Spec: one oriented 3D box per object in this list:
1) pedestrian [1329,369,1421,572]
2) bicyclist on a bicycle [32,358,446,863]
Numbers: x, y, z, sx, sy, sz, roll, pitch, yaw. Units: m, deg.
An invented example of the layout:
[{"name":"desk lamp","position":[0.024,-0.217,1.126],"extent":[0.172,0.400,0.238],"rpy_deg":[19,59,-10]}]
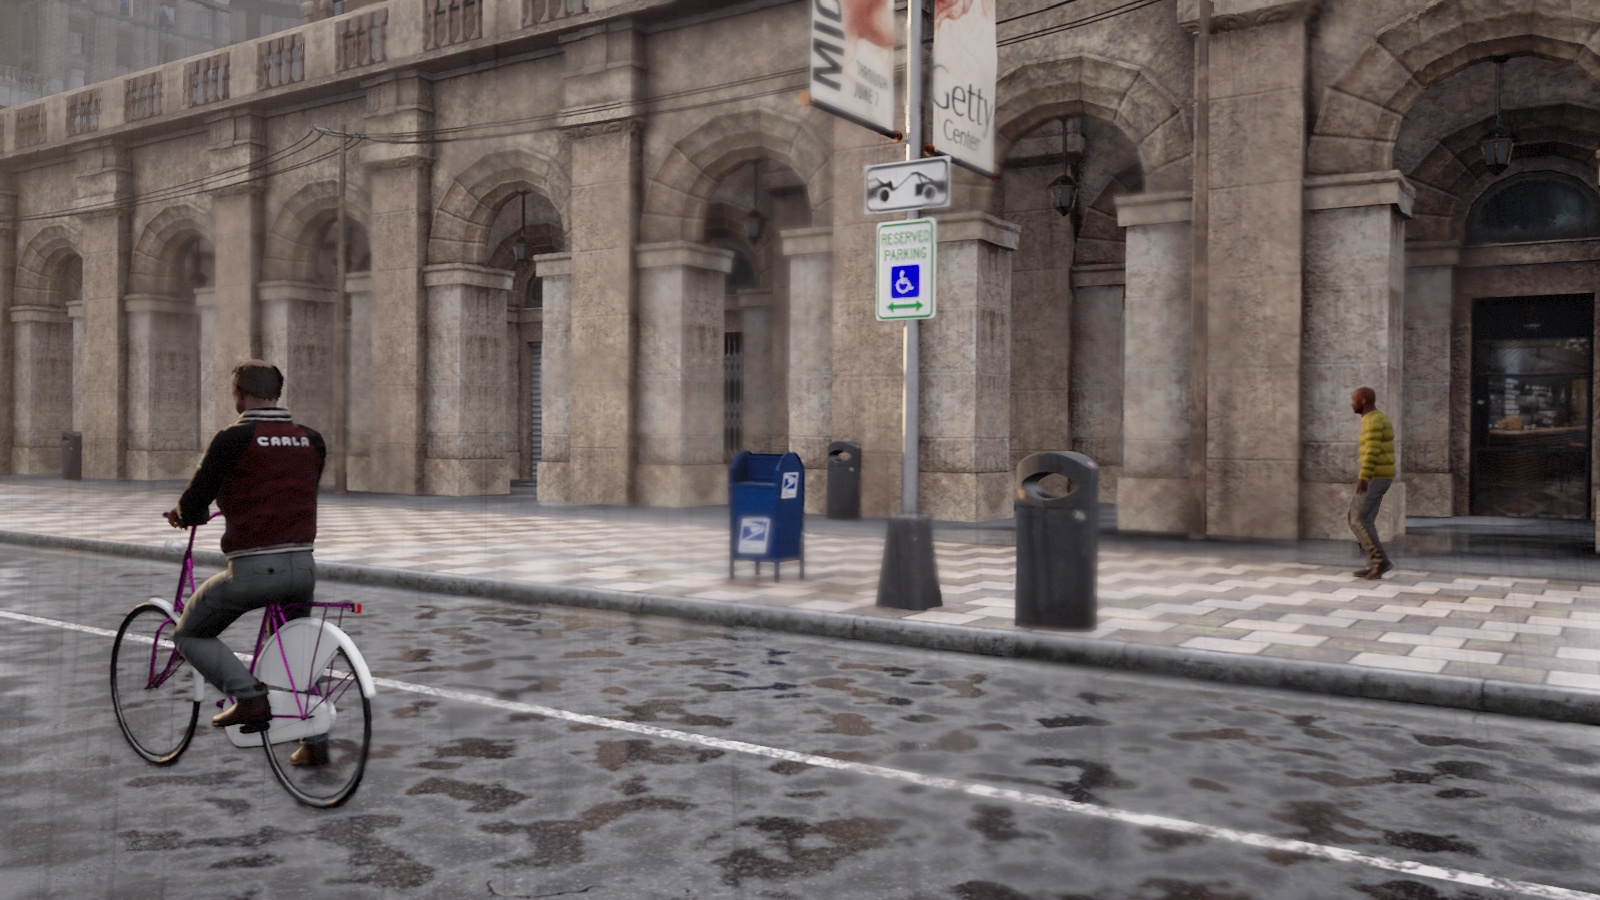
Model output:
[{"name":"pedestrian","position":[5.340,0.182,11.665],"extent":[0.726,1.835,0.370],"rpy_deg":[0,1,33]},{"name":"bicyclist on a bicycle","position":[-2.354,0.556,5.186],"extent":[1.843,1.776,0.659],"rpy_deg":[0,1,34]}]
